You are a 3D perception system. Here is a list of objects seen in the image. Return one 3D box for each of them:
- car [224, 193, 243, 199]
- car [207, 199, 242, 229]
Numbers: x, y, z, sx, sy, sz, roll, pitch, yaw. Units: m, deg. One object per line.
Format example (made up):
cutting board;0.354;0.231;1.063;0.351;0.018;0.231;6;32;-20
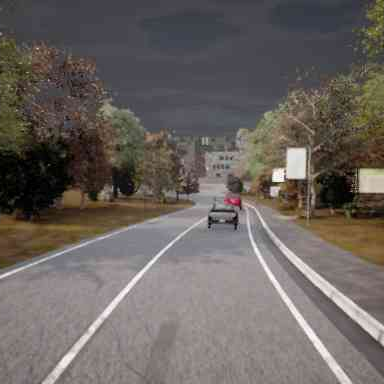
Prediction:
car;5.251;1.167;42.593;2.150;2.045;5.566;1;0;7
car;2.111;1.469;21.842;2.128;1.511;4.902;1;0;8
